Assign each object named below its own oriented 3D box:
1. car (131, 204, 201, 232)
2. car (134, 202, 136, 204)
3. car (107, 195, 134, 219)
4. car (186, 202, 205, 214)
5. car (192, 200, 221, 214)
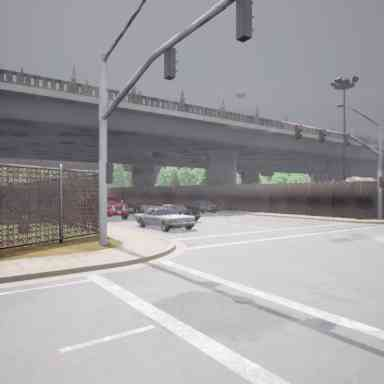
[{"bbox_3d":[-1.753,1.656,20.916,1.895,1.301,4.718,0,0,-36],"label":"car"},{"bbox_3d":[-6.439,1.619,33.481,1.994,1.385,4.181,0,0,-36],"label":"car"},{"bbox_3d":[-7.428,1.277,28.852,2.150,2.045,5.566,0,0,-36],"label":"car"},{"bbox_3d":[-1.327,1.656,26.338,1.895,1.301,4.718,0,0,-36],"label":"car"},{"bbox_3d":[0.842,1.603,35.685,2.033,1.411,5.357,0,0,-36],"label":"car"}]
